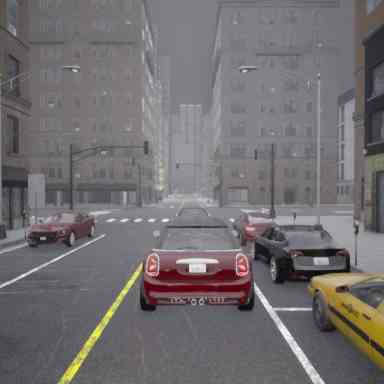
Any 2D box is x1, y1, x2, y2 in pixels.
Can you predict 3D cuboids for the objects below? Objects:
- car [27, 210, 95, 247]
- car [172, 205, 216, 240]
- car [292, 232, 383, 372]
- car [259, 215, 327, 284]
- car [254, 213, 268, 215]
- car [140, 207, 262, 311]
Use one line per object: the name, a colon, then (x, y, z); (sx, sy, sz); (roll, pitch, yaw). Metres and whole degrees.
car: (-5.707, 1.539, 14.983); (1.887, 1.381, 4.507); (-1, 0, 0)
car: (0.064, 1.541, 18.159); (2.033, 1.411, 5.357); (0, 0, 0)
car: (2.859, 1.524, 4.000); (1.752, 1.417, 4.829); (-1, 0, 0)
car: (2.849, 1.562, 9.416); (1.947, 1.339, 4.313); (-1, 0, 0)
car: (2.839, 1.576, 15.002); (1.802, 1.307, 4.206); (-1, 0, 0)
car: (0.086, 1.349, 7.920); (2.097, 1.767, 4.553); (0, 0, 0)
